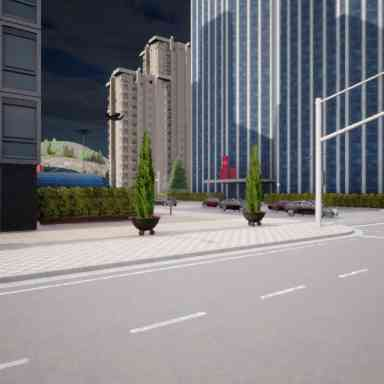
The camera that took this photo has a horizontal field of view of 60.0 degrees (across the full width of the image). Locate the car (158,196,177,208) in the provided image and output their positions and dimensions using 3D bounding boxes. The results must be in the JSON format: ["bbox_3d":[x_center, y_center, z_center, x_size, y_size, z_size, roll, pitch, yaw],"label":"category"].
[{"bbox_3d":[-4.068,1.504,49.770,1.837,1.490,4.892,0,0,-36],"label":"car"}]

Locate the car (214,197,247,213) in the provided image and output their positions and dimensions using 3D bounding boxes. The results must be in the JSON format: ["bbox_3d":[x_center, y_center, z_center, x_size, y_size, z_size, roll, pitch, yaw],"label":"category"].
[{"bbox_3d":[5.082,1.490,37.108,2.128,1.511,4.902,0,0,-36],"label":"car"}]

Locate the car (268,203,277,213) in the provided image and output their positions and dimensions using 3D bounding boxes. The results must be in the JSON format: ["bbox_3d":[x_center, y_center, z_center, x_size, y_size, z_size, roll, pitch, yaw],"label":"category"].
[{"bbox_3d":[10.489,1.601,35.606,1.895,1.301,4.718,0,0,-36],"label":"car"}]

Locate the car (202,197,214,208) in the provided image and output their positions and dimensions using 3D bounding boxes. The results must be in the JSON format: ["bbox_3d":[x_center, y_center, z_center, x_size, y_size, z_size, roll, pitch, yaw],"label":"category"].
[{"bbox_3d":[3.397,1.478,45.408,1.882,1.535,5.008,0,0,-36],"label":"car"}]

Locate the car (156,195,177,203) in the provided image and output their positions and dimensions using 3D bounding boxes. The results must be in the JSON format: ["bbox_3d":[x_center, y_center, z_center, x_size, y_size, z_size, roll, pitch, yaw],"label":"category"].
[{"bbox_3d":[-5.345,1.498,69.719,2.128,1.511,4.902,0,0,-36],"label":"car"}]

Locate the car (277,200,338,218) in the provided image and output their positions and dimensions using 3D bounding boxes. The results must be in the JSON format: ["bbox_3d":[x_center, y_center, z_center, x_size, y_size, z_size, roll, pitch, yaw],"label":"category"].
[{"bbox_3d":[10.495,1.491,29.644,2.128,1.511,4.902,0,0,-36],"label":"car"}]
